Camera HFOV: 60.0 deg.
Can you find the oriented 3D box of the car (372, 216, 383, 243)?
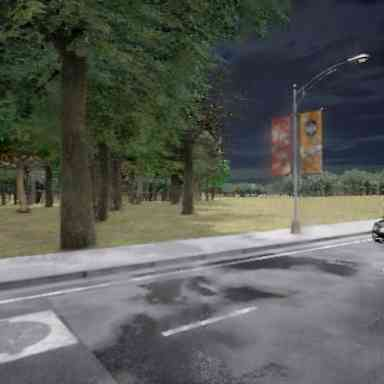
[{"bbox_3d":[9.826,1.460,14.645,4.902,1.511,2.128,0,0,-35],"label":"car"}]
